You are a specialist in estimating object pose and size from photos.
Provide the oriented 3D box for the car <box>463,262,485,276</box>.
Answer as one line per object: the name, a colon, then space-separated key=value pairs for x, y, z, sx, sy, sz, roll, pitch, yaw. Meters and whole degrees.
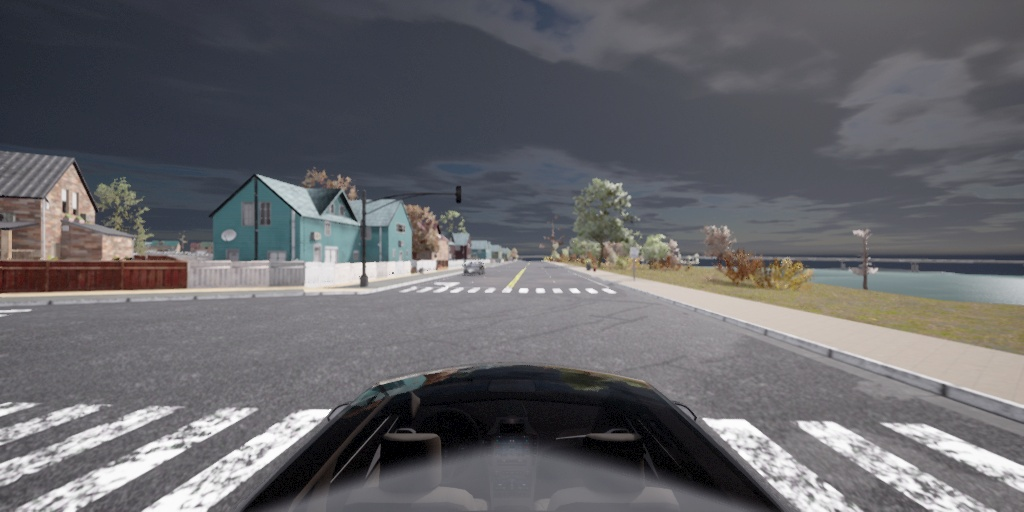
car: x=-4.104 y=1.378 z=39.462 sx=2.128 sy=1.511 sz=4.902 roll=0 pitch=0 yaw=3
